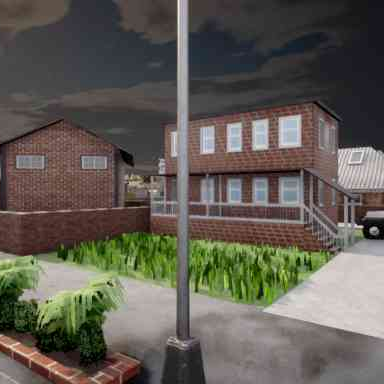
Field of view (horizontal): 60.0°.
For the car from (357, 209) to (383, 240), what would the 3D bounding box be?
[{"bbox_3d":[8.493,0.973,12.590,3.866,1.878,1.905,0,0,36],"label":"car"}]
